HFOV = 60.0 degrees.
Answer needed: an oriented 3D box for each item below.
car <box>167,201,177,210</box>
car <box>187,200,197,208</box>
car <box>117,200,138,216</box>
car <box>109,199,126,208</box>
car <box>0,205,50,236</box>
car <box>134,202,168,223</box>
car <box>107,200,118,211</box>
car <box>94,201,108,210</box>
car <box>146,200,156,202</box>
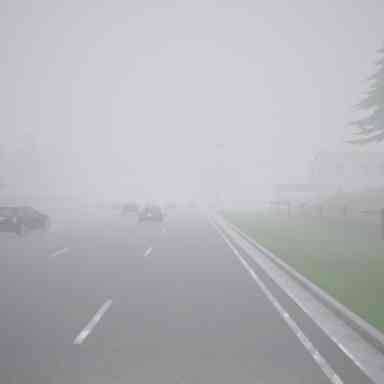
[{"bbox_3d":[-3.414,2.124,53.233,1.994,1.385,4.181,0,0,0],"label":"car"},{"bbox_3d":[-0.017,2.140,60.451,1.837,1.490,4.892,0,-1,0],"label":"car"},{"bbox_3d":[-6.910,1.907,38.512,1.837,1.490,4.892,0,-1,0],"label":"car"},{"bbox_3d":[-14.017,2.153,62.730,2.128,1.511,4.902,0,-1,0],"label":"car"},{"bbox_3d":[-10.405,1.565,20.088,2.097,1.767,4.553,0,0,0],"label":"car"},{"bbox_3d":[-3.407,1.865,28.701,1.994,1.385,4.181,0,-1,0],"label":"car"},{"bbox_3d":[-10.413,2.107,48.172,1.895,1.301,4.718,0,-1,0],"label":"car"},{"bbox_3d":[-13.901,2.096,52.216,2.033,1.411,5.357,0,-1,-2],"label":"car"},{"bbox_3d":[-6.976,2.092,57.114,2.128,1.511,4.902,0,-1,0],"label":"car"}]
